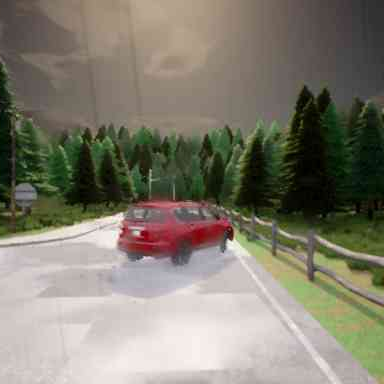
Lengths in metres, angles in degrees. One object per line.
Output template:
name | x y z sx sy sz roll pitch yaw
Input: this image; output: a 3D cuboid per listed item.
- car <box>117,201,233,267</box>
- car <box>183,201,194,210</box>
car | -0.370 1.386 12.512 2.150 2.045 5.566 1 0 30
car | -0.649 2.231 56.566 1.837 1.490 4.892 0 -1 -2
